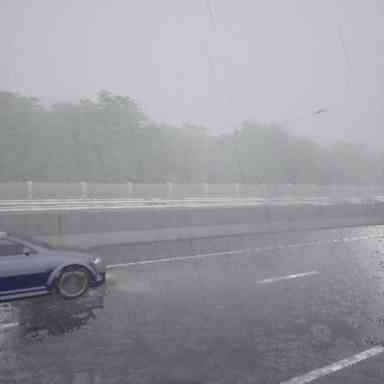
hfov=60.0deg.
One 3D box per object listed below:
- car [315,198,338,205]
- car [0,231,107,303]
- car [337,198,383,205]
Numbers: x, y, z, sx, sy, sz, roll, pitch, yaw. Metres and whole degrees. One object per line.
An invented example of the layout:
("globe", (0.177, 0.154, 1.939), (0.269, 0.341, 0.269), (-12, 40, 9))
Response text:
("car", (14.371, 1.365, 33.542), (4.902, 1.511, 2.128), (0, 0, -29))
("car", (-3.975, 1.530, 6.997), (4.181, 1.385, 1.994), (0, 0, -29))
("car", (16.104, 1.387, 30.502), (4.902, 1.511, 2.128), (0, 0, -29))
